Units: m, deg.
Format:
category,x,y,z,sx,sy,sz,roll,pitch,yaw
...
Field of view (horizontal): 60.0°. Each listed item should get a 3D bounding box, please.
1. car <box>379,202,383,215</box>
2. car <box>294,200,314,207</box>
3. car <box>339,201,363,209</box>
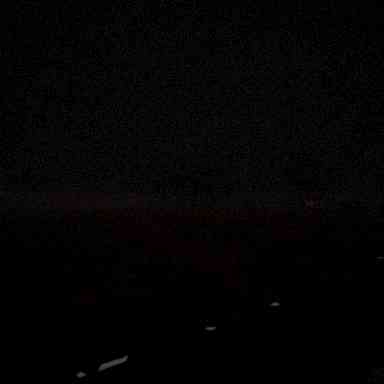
category,x,y,z,sx,sy,sz,roll,pitch,yaw
car,20.188,1.556,32.915,2.097,1.767,4.553,1,0,17
car,23.735,2.420,70.879,1.895,1.301,4.718,2,-1,-17
car,26.342,2.187,55.288,1.895,1.301,4.718,1,-1,-3
